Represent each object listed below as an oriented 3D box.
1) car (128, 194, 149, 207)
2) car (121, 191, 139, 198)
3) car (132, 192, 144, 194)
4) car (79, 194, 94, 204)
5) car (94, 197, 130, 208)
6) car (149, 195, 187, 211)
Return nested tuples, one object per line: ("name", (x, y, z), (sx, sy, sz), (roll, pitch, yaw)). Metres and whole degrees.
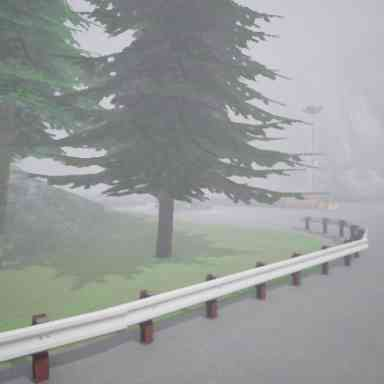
("car", (-8.409, 1.346, 47.818), (4.181, 1.385, 1.994), (0, 1, 43))
("car", (-15.644, 0.617, 83.324), (4.553, 1.767, 2.097), (1, 1, 43))
("car", (-13.077, 0.854, 71.387), (4.553, 1.767, 2.097), (1, 1, 43))
("car", (-17.335, 1.205, 56.131), (4.892, 1.490, 1.837), (3, 3, 43))
("car", (-10.937, 1.415, 45.383), (4.718, 1.301, 1.895), (0, 1, 43))
("car", (-2.171, 1.316, 37.273), (4.902, 1.511, 2.128), (0, 1, 43))
